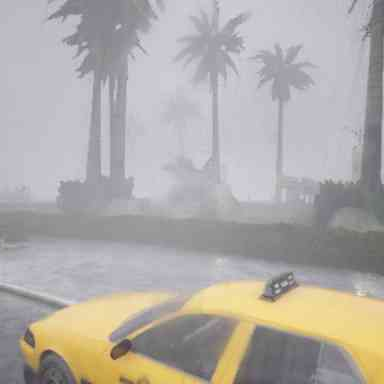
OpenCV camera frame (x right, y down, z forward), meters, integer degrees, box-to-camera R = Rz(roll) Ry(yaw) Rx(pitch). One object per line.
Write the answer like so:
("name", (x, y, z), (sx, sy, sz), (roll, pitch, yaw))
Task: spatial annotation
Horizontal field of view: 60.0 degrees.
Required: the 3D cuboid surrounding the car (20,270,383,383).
("car", (0.487, 1.473, 2.927), (5.366, 1.575, 1.801), (0, 0, 36))
